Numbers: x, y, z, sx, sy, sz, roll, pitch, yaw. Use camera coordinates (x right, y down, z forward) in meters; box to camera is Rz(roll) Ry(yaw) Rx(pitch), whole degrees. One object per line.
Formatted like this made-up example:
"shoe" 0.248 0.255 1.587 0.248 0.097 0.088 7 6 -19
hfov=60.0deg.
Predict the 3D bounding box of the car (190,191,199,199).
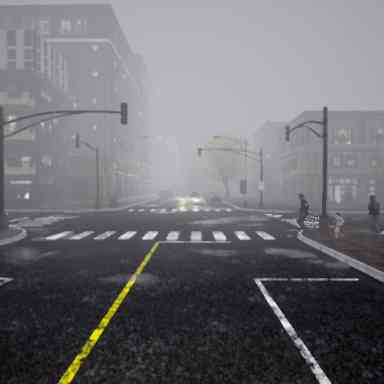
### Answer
"car" 0.582 0.568 70.424 1.882 1.535 5.008 0 1 0

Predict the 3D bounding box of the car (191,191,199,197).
"car" 0.668 0.418 80.840 1.812 1.442 4.674 0 1 0

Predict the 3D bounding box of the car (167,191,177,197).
"car" -5.002 0.503 83.577 2.008 1.369 4.403 0 1 0

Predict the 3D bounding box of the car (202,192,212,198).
"car" 3.285 0.631 72.114 2.008 1.369 4.403 0 1 0

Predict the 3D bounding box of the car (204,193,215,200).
"car" 3.190 0.796 60.723 1.802 1.307 4.206 0 1 0

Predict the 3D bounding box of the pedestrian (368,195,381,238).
"pedestrian" 7.693 1.022 14.045 0.375 1.860 0.375 0 1 0

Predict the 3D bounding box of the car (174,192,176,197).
"car" -5.096 0.395 72.182 2.192 1.841 5.009 0 1 0

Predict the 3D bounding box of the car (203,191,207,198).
"car" 3.096 0.792 49.328 1.967 1.590 4.097 0 1 0

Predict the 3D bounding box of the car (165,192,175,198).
"car" -5.049 0.581 77.882 1.947 1.339 4.313 0 1 0

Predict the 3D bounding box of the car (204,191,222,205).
"car" 3.049 0.973 43.633 2.008 1.369 4.403 0 1 0

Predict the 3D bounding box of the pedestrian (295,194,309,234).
"pedestrian" 4.904 0.936 14.667 0.375 1.860 0.375 0 1 0

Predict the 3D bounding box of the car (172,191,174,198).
"car" -5.143 0.728 66.489 1.802 1.307 4.206 0 1 0

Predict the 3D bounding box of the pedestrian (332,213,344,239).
"pedestrian" 5.964 1.332 13.464 0.500 1.100 0.500 0 1 0

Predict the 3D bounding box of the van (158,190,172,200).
"van" -5.191 0.555 60.790 1.690 1.788 3.998 0 1 0

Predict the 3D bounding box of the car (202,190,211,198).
"car" 3.331 0.456 77.809 1.967 1.590 4.097 0 1 0
